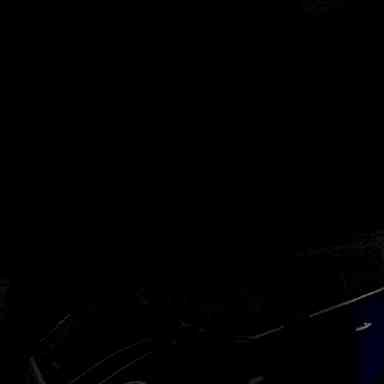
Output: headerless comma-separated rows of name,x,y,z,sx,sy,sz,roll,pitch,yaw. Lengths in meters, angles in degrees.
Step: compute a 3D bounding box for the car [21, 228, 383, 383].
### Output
car,0.637,1.366,3.715,4.553,1.767,2.097,0,0,-36
